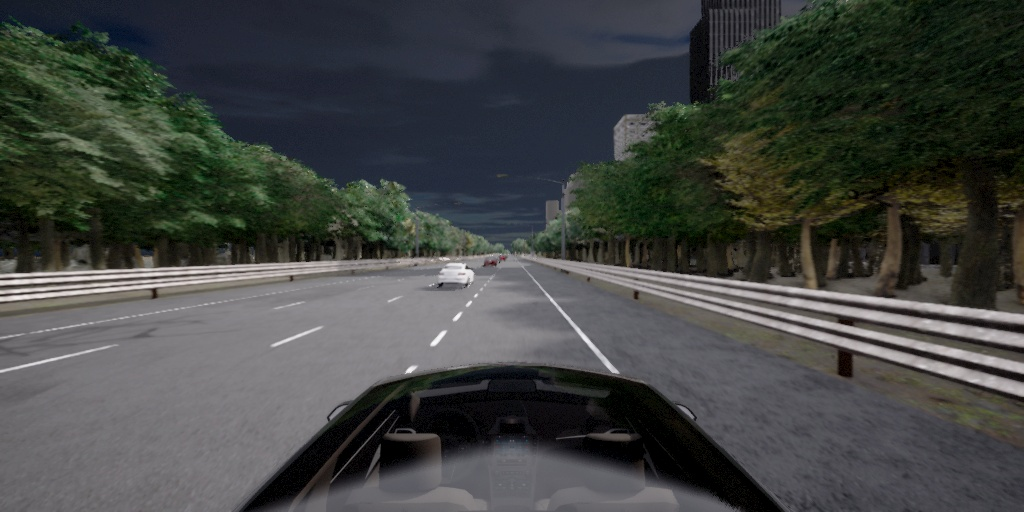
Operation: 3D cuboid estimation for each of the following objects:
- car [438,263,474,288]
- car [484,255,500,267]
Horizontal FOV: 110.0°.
[{"bbox_3d":[-3.501,1.178,22.803,1.812,1.442,4.674,0,0,0],"label":"car"},{"bbox_3d":[-3.500,0.843,59.870,2.097,1.767,4.553,0,0,0],"label":"car"}]
